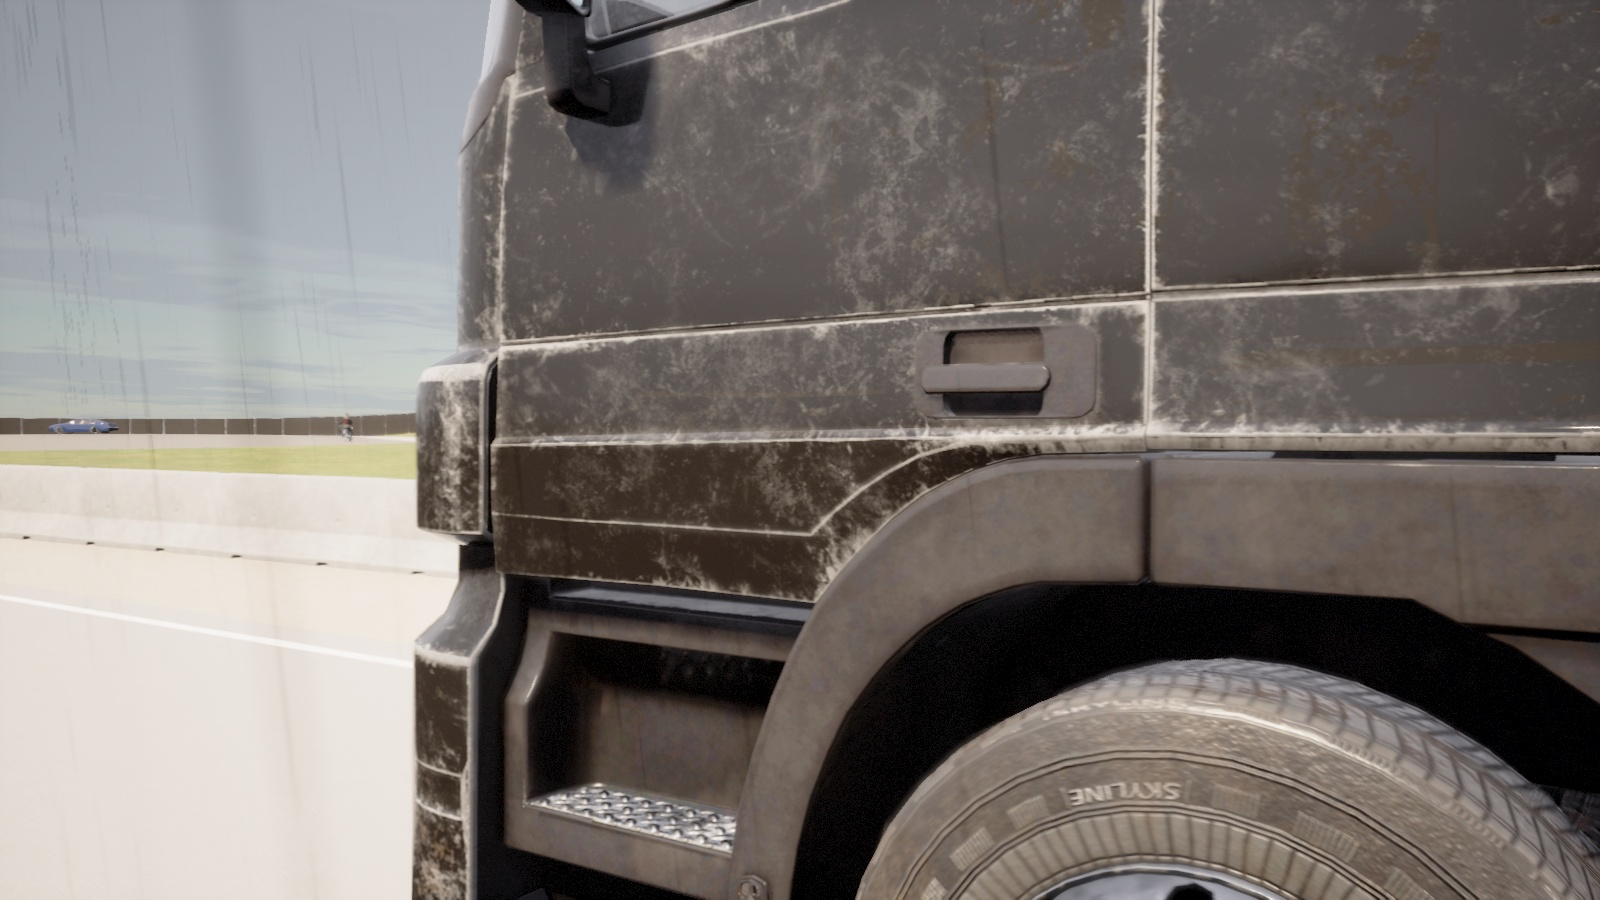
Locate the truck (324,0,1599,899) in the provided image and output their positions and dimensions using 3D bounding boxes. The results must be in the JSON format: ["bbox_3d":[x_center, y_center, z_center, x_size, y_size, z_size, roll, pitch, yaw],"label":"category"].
[{"bbox_3d":[3.169,-0.300,1.498,7.936,3.462,2.891,0,1,34],"label":"truck"}]
